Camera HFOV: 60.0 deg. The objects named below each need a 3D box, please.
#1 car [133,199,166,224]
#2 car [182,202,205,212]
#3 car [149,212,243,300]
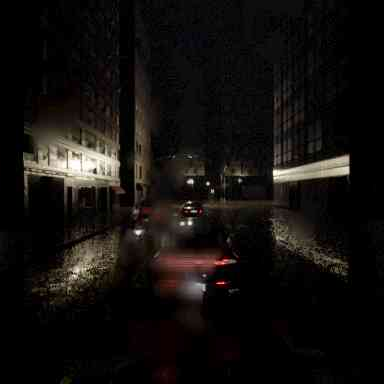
[{"bbox_3d":[-3.081,1.352,24.890,2.097,1.767,4.553,0,0,0],"label":"car"},{"bbox_3d":[0.121,1.549,28.127,2.033,1.411,5.357,0,0,0],"label":"car"},{"bbox_3d":[0.102,1.492,8.366,2.128,1.511,4.902,0,0,0],"label":"car"}]
